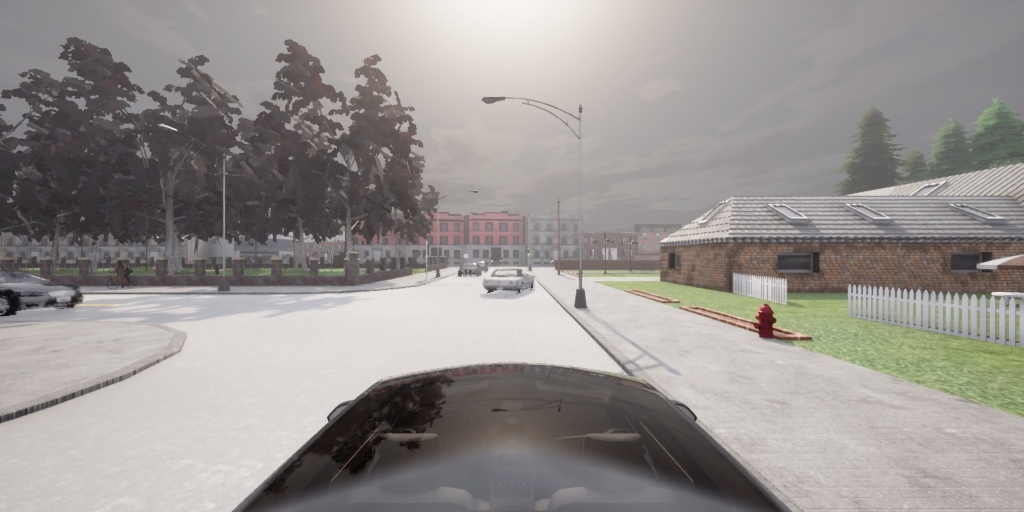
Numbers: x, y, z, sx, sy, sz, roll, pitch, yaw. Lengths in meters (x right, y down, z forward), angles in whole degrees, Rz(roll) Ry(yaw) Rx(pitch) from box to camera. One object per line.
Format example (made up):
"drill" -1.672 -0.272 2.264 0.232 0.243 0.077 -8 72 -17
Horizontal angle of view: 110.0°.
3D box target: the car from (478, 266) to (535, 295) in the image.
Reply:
"car" -0.022 1.351 20.029 1.895 1.301 4.718 0 0 16

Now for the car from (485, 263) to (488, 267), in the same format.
"car" -4.108 1.314 45.581 1.994 1.385 4.181 0 0 0

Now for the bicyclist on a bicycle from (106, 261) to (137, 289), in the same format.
"bicyclist on a bicycle" -22.656 1.099 20.842 0.582 1.620 1.656 0 0 0

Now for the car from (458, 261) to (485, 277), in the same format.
"car" -4.124 1.314 35.596 1.994 1.385 4.181 0 0 0

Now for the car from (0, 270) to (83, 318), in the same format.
"car" -18.019 1.242 12.455 4.902 1.511 2.128 0 0 0
